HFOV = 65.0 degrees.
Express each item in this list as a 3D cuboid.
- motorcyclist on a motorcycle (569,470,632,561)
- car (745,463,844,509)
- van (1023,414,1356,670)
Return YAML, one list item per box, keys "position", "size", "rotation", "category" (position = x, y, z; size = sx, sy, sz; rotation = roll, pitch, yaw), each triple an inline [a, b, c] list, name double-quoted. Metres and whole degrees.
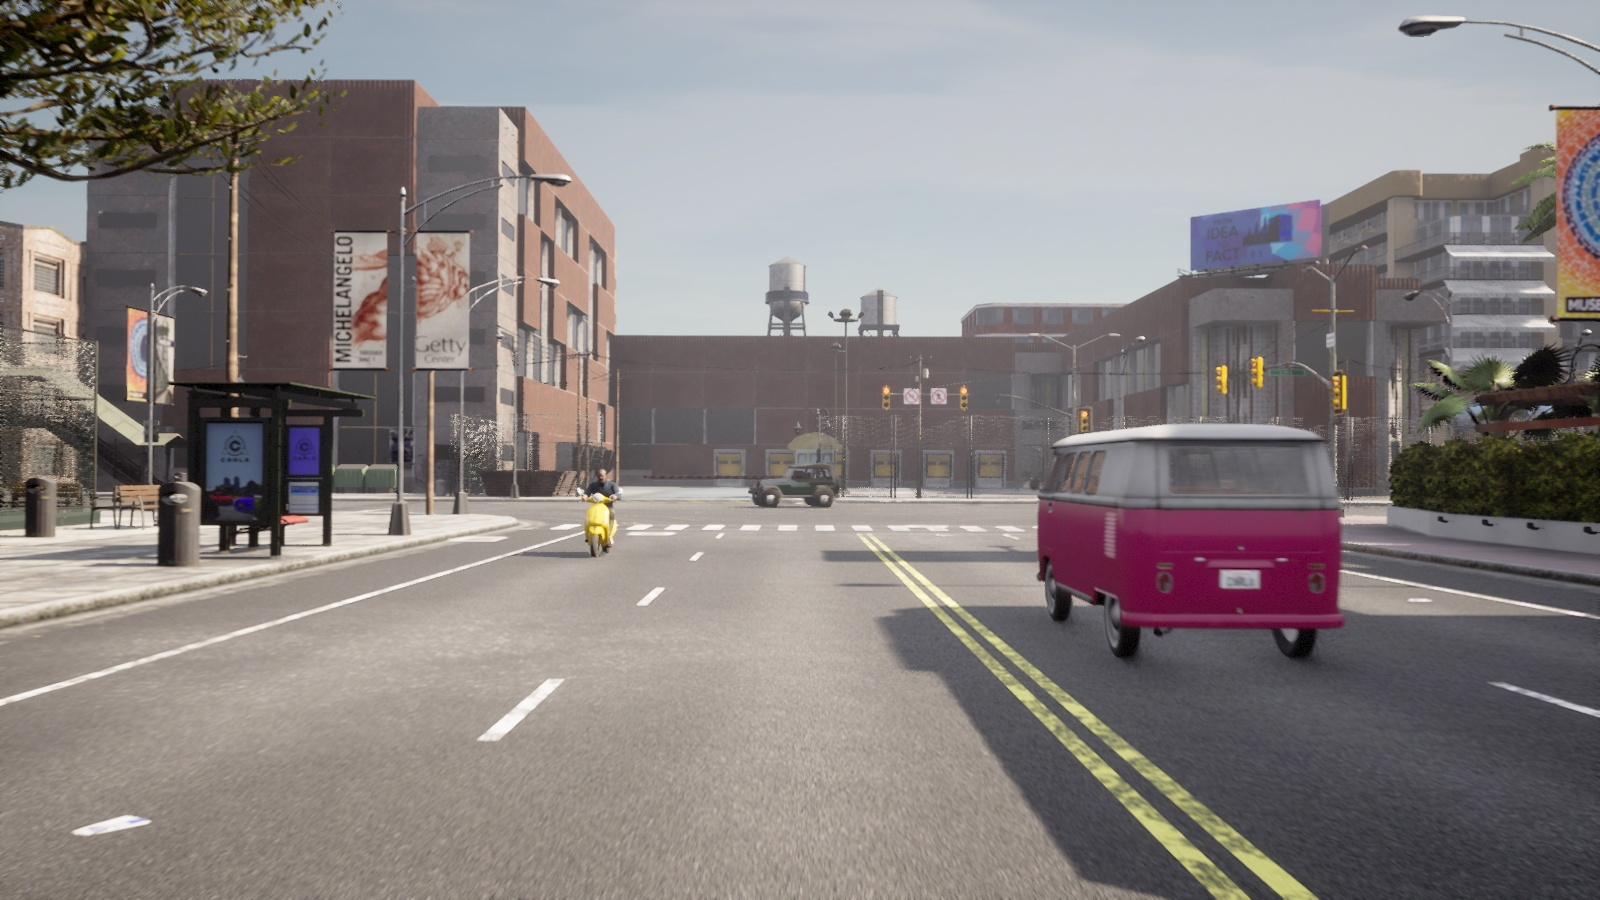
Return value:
- position: [-3.615, 1.165, 22.931]
  size: [0.866, 1.590, 1.817]
  rotation: [0, -1, 0]
  category: "motorcyclist on a motorcycle"
- position: [-0.247, 1.505, 53.557]
  size: [3.866, 1.878, 1.905]
  rotation: [0, -1, -14]
  category: "car"
- position: [3.436, 0.754, 12.030]
  size: [1.775, 1.987, 4.442]
  rotation: [0, -1, 0]
  category: "van"
